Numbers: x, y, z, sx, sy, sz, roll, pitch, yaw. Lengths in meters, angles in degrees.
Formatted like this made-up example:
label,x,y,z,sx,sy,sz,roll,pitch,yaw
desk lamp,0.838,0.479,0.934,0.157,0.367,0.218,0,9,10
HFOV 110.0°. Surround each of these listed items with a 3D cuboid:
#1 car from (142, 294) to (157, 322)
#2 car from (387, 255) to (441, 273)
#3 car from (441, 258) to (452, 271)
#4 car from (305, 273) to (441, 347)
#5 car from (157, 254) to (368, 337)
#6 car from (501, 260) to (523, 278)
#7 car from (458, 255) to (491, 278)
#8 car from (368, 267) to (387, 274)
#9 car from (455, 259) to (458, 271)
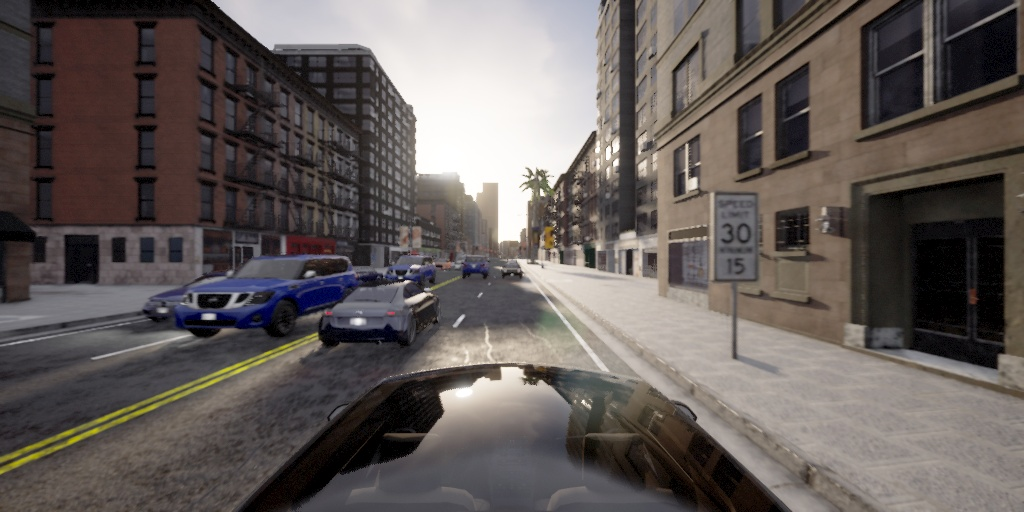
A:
label,x,y,z,sx,sy,sz,roll,pitch,yaw
car,-9.829,1.272,12.420,1.812,1.442,4.674,0,0,0
car,-6.564,0.961,23.933,2.150,2.045,5.566,0,0,0
car,-9.741,1.129,49.659,2.097,1.767,4.553,0,0,0
car,-3.149,1.312,9.349,1.994,1.385,4.181,0,0,0
car,-6.579,0.969,10.598,2.150,2.045,5.566,0,0,1
car,0.012,1.329,32.937,1.895,1.301,4.718,0,0,0
car,-3.232,0.952,33.064,2.150,2.045,5.566,0,0,0
car,-9.809,1.340,22.585,1.895,1.301,4.718,0,0,0
car,-6.491,1.022,49.598,2.150,2.045,5.566,0,0,0
